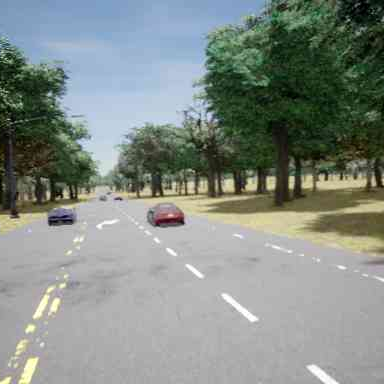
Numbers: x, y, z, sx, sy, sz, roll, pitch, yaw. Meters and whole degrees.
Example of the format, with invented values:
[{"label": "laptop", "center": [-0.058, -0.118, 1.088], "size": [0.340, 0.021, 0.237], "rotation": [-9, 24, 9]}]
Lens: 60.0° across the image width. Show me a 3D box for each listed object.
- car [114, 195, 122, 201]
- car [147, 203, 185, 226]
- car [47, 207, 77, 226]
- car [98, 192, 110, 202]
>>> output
[{"label": "car", "center": [-18.331, 1.454, 82.158], "size": [1.895, 1.301, 4.718], "rotation": [-3, 1, -15]}, {"label": "car", "center": [-1.849, 1.418, 22.431], "size": [1.994, 1.385, 4.181], "rotation": [-3, 1, -15]}, {"label": "car", "center": [-10.336, 1.894, 26.665], "size": [1.895, 1.301, 4.718], "rotation": [-3, 1, -16]}, {"label": "car", "center": [-21.778, 1.563, 81.495], "size": [1.837, 1.490, 4.892], "rotation": [-3, 1, -15]}]
